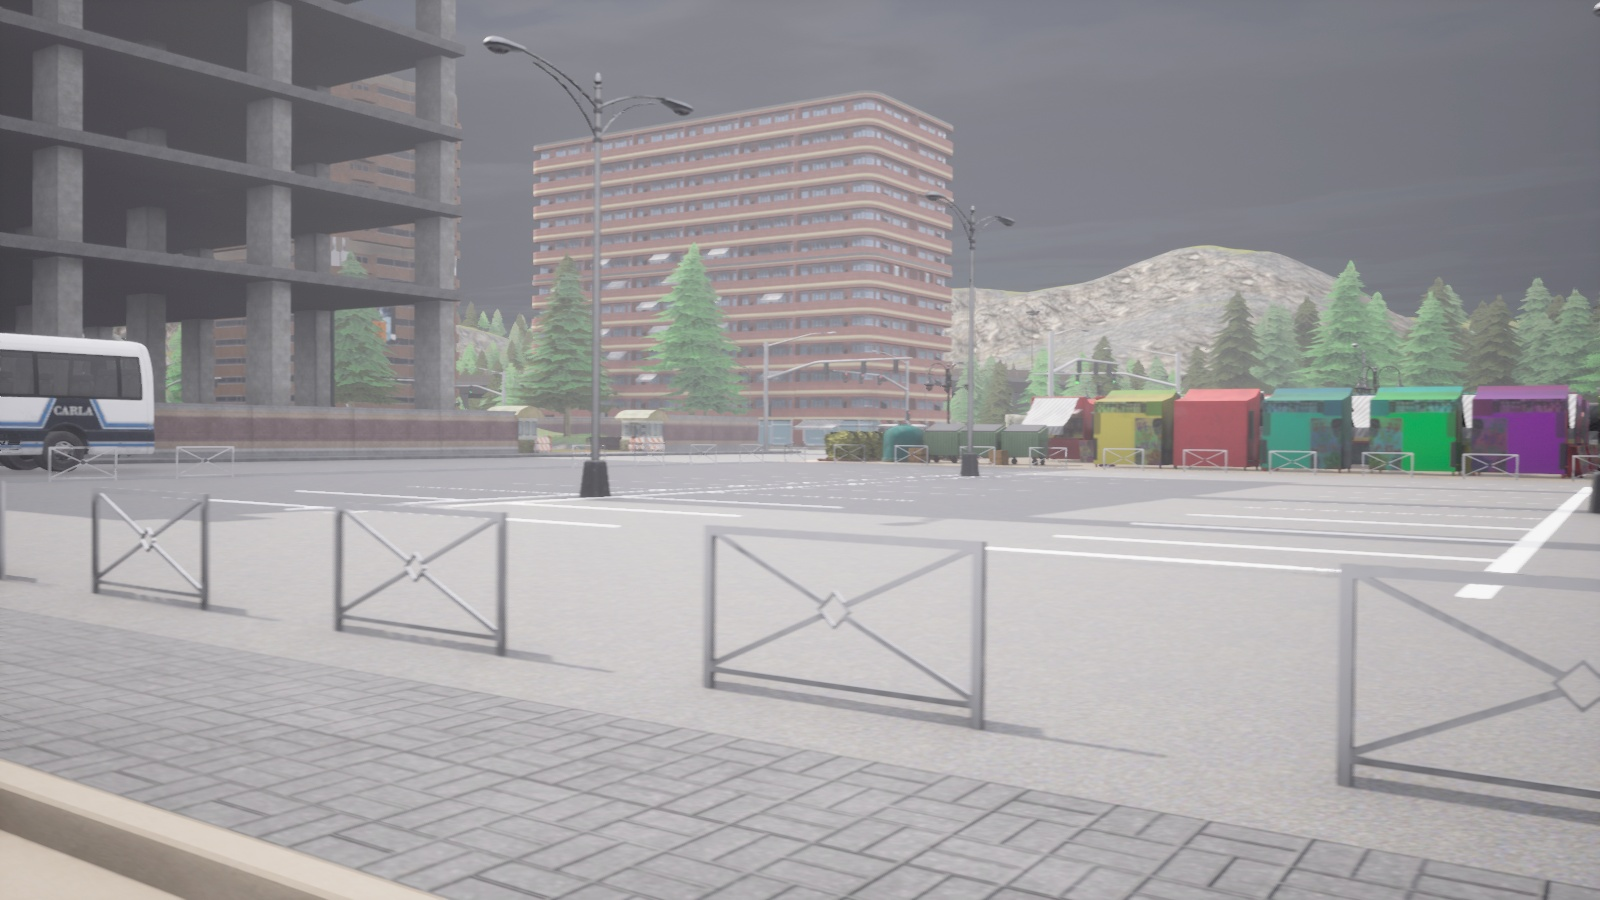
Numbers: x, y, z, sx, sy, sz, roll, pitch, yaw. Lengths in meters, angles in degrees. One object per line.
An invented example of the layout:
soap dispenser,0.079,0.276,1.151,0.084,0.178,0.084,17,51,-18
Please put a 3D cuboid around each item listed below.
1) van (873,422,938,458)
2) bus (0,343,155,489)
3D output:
van,6.079,-0.610,72.075,1.775,1.987,4.442,0,1,33
bus,-25.276,-0.980,37.240,3.944,4.253,10.273,0,1,33
